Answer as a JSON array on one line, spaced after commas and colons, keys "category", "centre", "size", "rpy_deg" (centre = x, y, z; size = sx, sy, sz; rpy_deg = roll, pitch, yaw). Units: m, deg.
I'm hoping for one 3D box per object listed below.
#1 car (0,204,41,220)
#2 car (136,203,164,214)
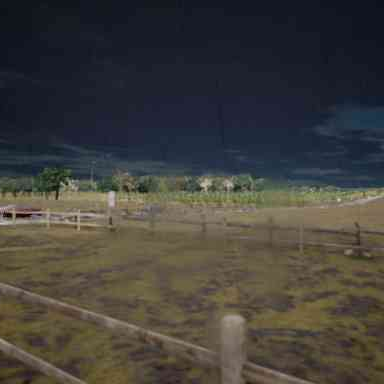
[{"category": "car", "centre": [-17.563, 1.949, 32.889], "size": [1.882, 1.535, 5.008], "rpy_deg": [1, -1, 35]}, {"category": "car", "centre": [-6.093, 2.443, 49.137], "size": [1.837, 1.490, 4.892], "rpy_deg": [1, -1, 35]}]
